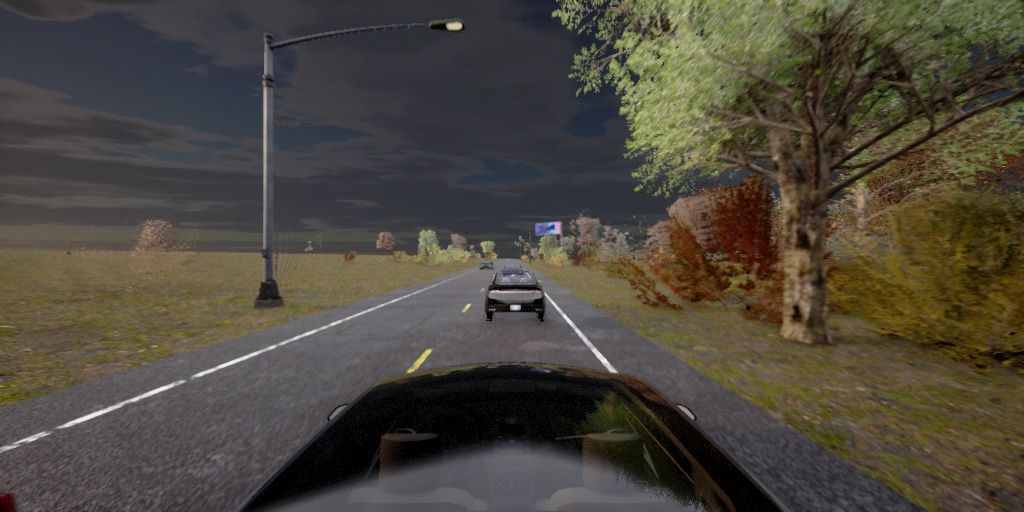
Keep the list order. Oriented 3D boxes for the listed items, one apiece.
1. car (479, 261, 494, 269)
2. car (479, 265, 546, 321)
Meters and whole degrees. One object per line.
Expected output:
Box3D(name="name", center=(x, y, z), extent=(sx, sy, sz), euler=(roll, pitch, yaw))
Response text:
Box3D(name="car", center=(-3.543, 1.333, 50.880), extent=(1.994, 1.385, 4.181), euler=(0, 0, 1))
Box3D(name="car", center=(0.099, 1.244, 12.569), extent=(2.128, 1.511, 4.902), euler=(0, 0, 0))
